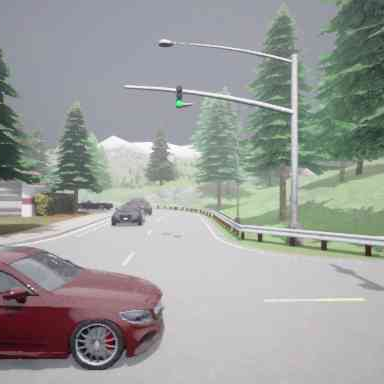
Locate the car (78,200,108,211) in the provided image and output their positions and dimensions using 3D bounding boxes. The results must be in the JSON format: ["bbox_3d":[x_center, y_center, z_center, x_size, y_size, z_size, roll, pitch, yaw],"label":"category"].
[{"bbox_3d":[-12.103,1.586,40.897,4.718,1.301,1.895,0,0,13],"label":"car"}]

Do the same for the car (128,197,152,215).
[{"bbox_3d":[-5.402,1.337,33.269,2.097,1.767,4.553,0,0,-20],"label":"car"}]

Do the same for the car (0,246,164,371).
[{"bbox_3d":[-2.770,1.583,4.998,4.674,1.442,1.812,1,0,-2],"label":"car"}]

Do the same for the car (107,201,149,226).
[{"bbox_3d":[-4.406,1.553,23.494,1.994,1.385,4.181,0,0,-3],"label":"car"}]
